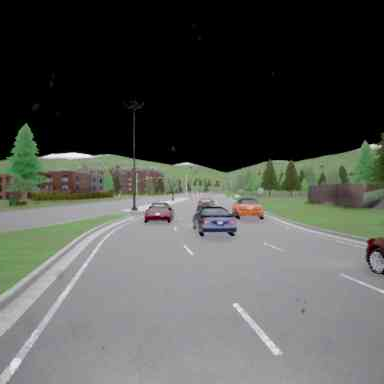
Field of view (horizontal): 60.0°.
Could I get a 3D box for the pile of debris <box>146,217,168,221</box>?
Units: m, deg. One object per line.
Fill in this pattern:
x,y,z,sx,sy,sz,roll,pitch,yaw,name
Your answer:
-2.699,2.135,26.018,1.500,0.140,1.860,0,0,2,pile of debris

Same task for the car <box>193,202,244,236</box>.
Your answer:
1.130,1.518,18.259,2.033,1.411,5.357,0,0,-5,car

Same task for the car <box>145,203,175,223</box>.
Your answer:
-2.413,1.518,25.454,1.994,1.385,4.181,1,0,0,car

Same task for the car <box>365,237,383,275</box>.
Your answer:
6.114,1.464,7.476,1.882,1.535,5.008,0,0,-9,car

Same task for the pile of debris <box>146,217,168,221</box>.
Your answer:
-2.699,2.135,26.018,1.500,0.140,1.860,0,0,2,pile of debris

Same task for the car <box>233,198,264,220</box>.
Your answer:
4.631,1.306,28.027,2.097,1.767,4.553,0,0,2,car

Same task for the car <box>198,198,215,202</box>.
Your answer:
1.628,1.465,38.265,1.812,1.442,4.674,0,0,4,car
